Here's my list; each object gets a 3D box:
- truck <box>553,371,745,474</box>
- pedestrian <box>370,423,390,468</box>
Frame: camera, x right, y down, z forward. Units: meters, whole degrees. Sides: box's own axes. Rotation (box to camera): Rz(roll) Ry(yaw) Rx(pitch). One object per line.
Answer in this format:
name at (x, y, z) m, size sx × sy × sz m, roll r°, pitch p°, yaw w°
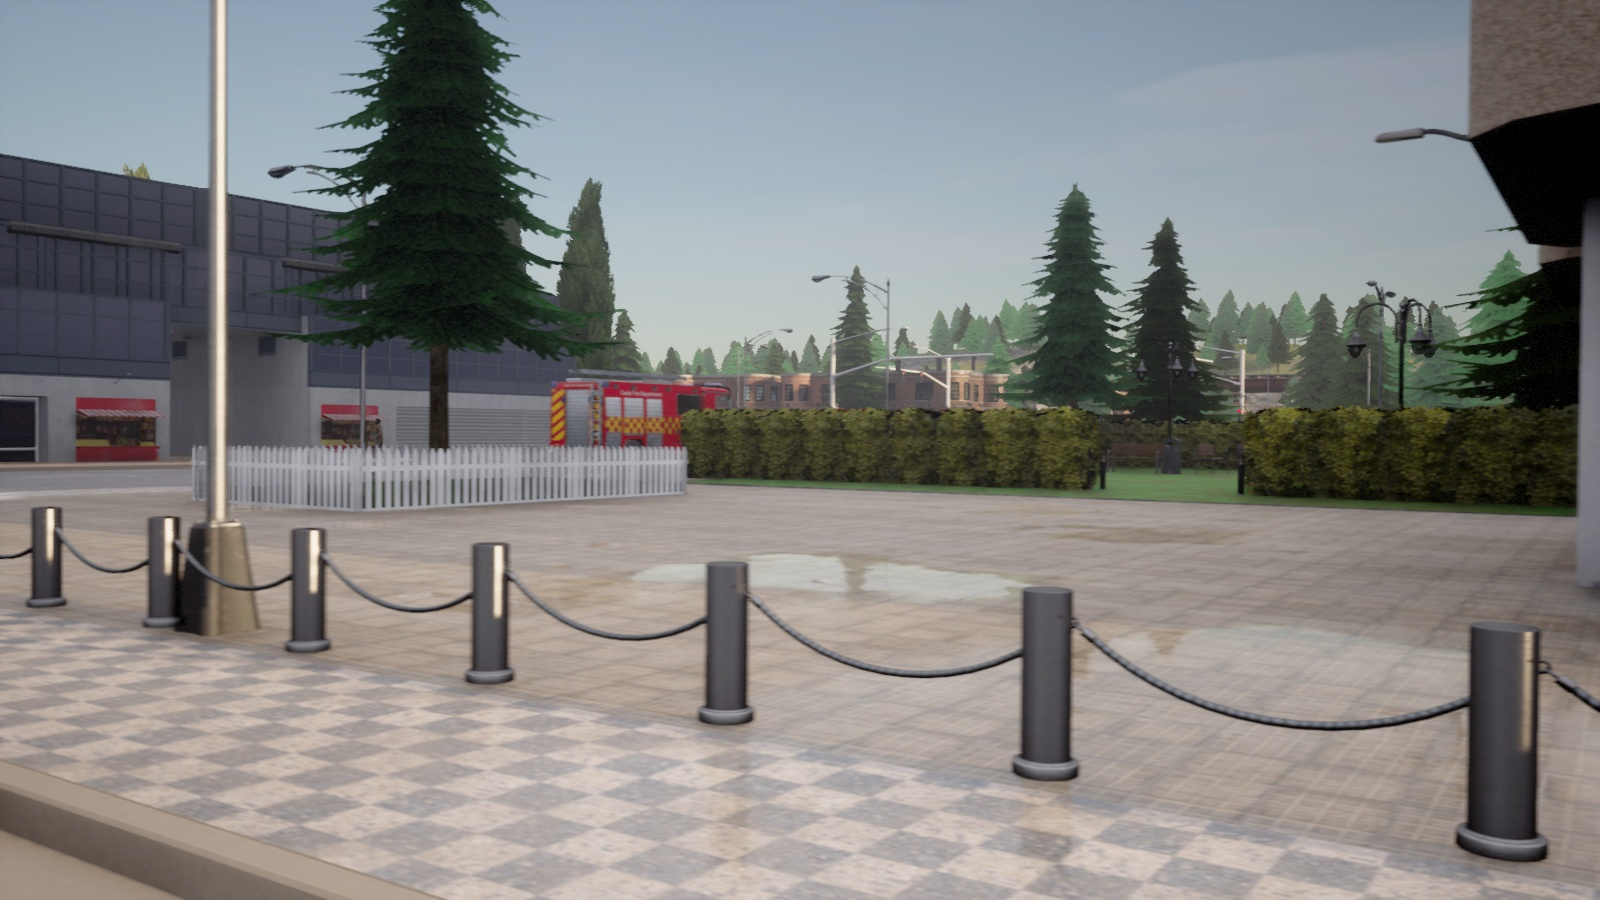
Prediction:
truck at (-5.922, -1.077, 51.054) m, size 2.891 × 3.827 × 8.468 m, roll 0°, pitch 1°, yaw 34°
pedestrian at (-18.368, -0.194, 54.880) m, size 0.396 × 1.930 × 0.692 m, roll 0°, pitch 1°, yaw 42°
